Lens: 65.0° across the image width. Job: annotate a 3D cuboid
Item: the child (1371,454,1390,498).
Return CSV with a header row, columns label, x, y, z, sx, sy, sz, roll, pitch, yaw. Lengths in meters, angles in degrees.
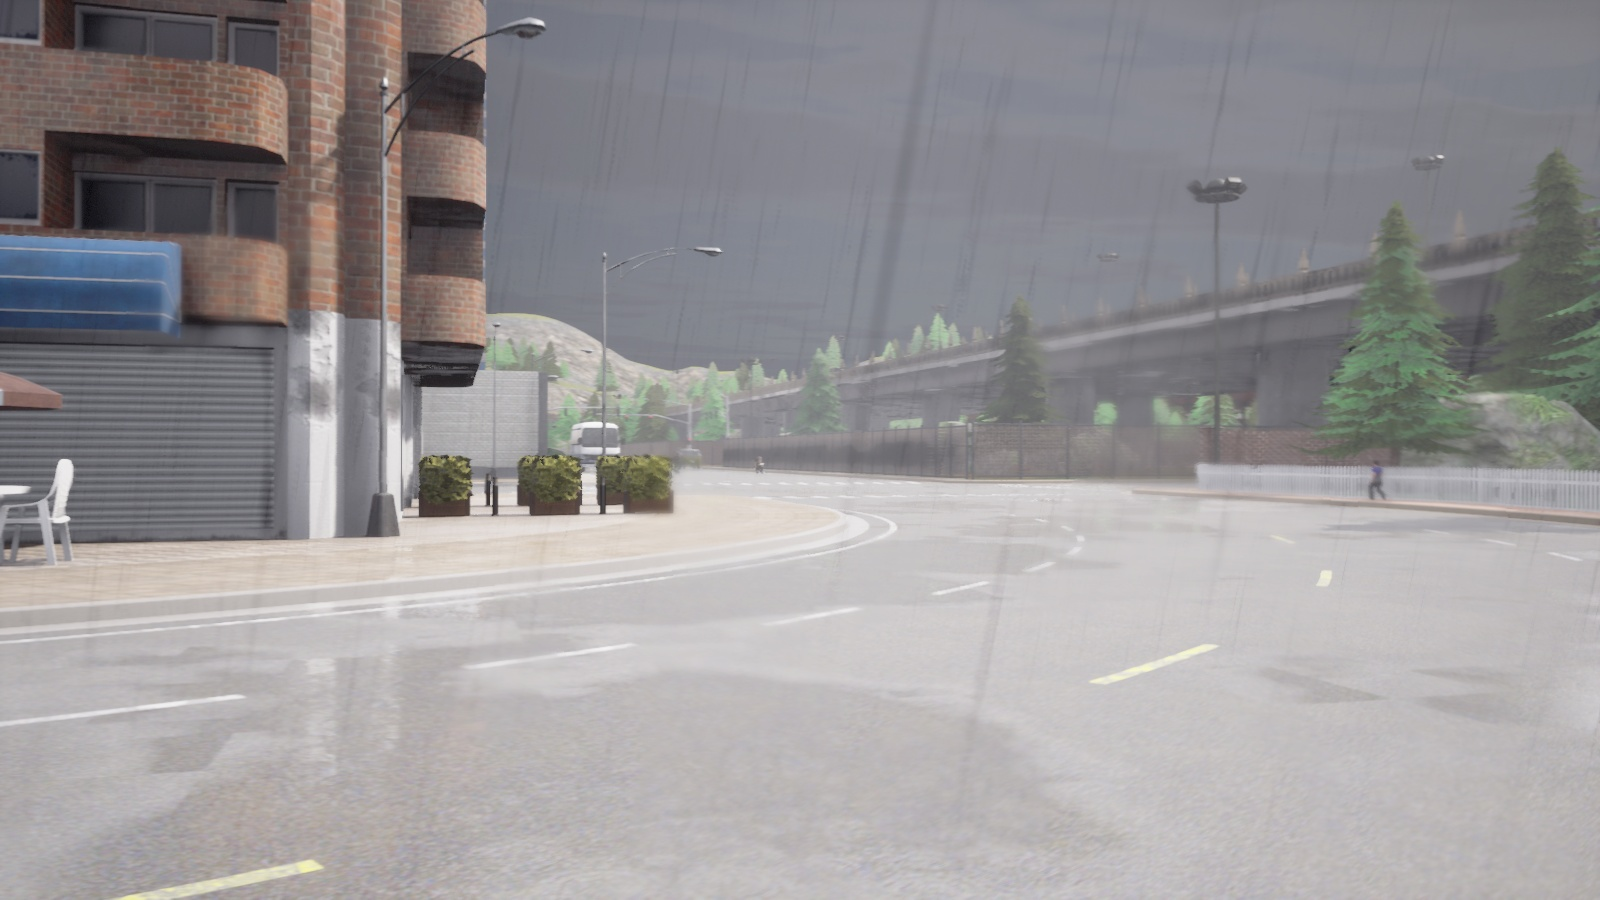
label,x,y,z,sx,sy,sz,roll,pitch,yaw
child,16.974,0.762,36.730,0.270,1.263,0.437,0,0,-15
